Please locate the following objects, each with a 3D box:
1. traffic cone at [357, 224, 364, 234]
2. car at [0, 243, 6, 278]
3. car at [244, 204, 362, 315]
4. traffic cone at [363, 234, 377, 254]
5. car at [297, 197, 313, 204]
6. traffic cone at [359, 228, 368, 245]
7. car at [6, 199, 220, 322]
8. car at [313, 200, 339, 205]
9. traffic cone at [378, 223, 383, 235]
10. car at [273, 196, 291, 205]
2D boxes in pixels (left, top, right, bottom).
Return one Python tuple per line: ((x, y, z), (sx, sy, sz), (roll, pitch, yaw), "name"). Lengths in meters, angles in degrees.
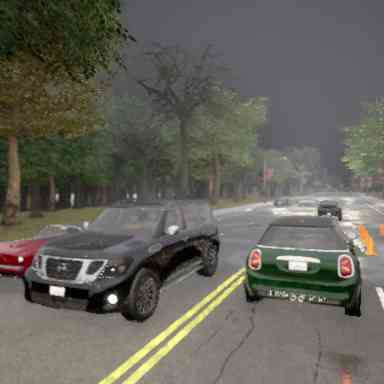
((8.092, 1.923, 15.715), (0.340, 0.580, 0.340), (0, 0, 24), "traffic cone")
((-3.721, 1.612, 9.852), (1.895, 1.301, 4.718), (0, 0, 24), "car")
((2.749, 1.343, 7.921), (2.097, 1.767, 4.553), (0, 0, 24), "car")
((6.487, 1.932, 12.052), (0.340, 0.580, 0.340), (0, 0, 24), "traffic cone")
((15.812, 1.416, 45.955), (1.812, 1.442, 4.674), (0, 0, 24), "car")
((7.289, 1.927, 13.884), (0.340, 0.580, 0.340), (0, 0, 24), "traffic cone")
((-1.054, 1.225, 7.840), (2.150, 2.045, 5.566), (0, 0, 24), "car")
((11.533, 1.444, 27.885), (1.837, 1.490, 4.892), (0, 0, 24), "car")
((9.811, 1.915, 17.146), (0.340, 0.580, 0.340), (0, 0, 24), "traffic cone")
((12.845, 1.391, 47.281), (2.128, 1.511, 4.902), (0, 0, 24), "car")
